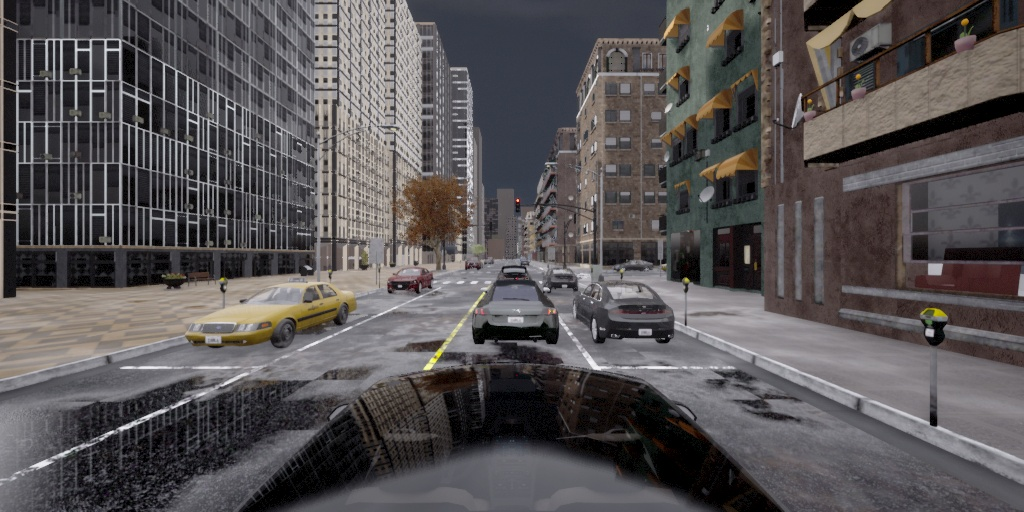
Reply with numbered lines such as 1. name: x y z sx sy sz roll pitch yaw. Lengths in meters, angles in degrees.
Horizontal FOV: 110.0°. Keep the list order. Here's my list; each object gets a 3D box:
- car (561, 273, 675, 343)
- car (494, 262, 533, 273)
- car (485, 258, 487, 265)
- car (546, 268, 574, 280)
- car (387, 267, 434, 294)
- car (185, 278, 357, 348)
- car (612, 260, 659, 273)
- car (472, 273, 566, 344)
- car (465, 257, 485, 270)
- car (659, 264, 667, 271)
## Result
1. car: 2.687 1.301 9.413 2.007 1.370 4.403 0 0 0
2. car: 0.101 1.258 19.609 1.837 1.490 4.892 0 0 -1
3. car: -5.702 1.355 58.388 1.948 1.339 4.313 0 0 0
4. car: 2.685 1.304 20.479 2.007 1.370 4.403 0 0 0
5. car: -5.695 1.299 20.478 1.888 1.381 4.507 0 0 0
6. car: -5.693 1.276 9.242 1.751 1.417 4.829 0 0 0
7. car: 13.428 1.107 39.897 4.403 1.370 2.007 0 0 -1
8. car: 0.085 1.314 9.560 1.994 1.385 4.181 0 0 0
9. car: -5.701 1.097 52.865 2.192 1.841 5.009 0 0 0
10. car: 18.825 1.005 39.953 4.829 1.417 1.751 0 0 -1
